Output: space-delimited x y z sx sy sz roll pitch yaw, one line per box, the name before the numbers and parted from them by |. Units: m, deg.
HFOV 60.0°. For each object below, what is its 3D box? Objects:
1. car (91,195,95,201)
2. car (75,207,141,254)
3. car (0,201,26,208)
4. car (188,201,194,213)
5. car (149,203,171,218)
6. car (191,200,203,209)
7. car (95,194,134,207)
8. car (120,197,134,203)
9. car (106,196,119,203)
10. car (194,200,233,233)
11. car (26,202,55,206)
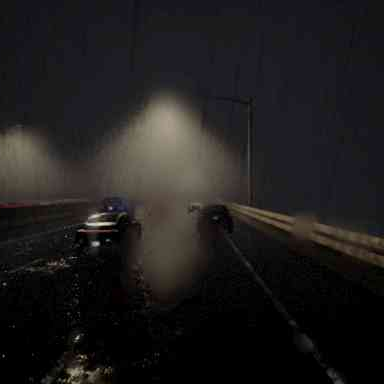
car | -22.614 1.514 80.454 2.150 2.045 5.566 0 -1 3
car | -3.331 1.593 13.990 2.128 1.511 4.902 0 0 0
car | -20.624 1.821 38.840 1.812 1.442 4.674 0 0 2
car | 0.544 1.919 41.661 1.895 1.301 4.718 0 0 2
car | -3.073 1.771 32.553 1.812 1.442 4.674 0 0 1
car | 0.892 2.033 55.203 1.895 1.301 4.718 0 -1 2
car | -6.626 1.447 29.909 2.150 2.045 5.566 0 0 1
car | -15.620 1.824 80.155 2.033 1.411 5.357 0 -1 3
car | -19.116 1.787 80.318 1.837 1.490 4.892 0 -1 3
car | 1.360 1.507 21.033 2.097 1.767 4.553 0 0 1
car | -17.123 1.862 39.023 1.994 1.385 4.181 0 -1 1
